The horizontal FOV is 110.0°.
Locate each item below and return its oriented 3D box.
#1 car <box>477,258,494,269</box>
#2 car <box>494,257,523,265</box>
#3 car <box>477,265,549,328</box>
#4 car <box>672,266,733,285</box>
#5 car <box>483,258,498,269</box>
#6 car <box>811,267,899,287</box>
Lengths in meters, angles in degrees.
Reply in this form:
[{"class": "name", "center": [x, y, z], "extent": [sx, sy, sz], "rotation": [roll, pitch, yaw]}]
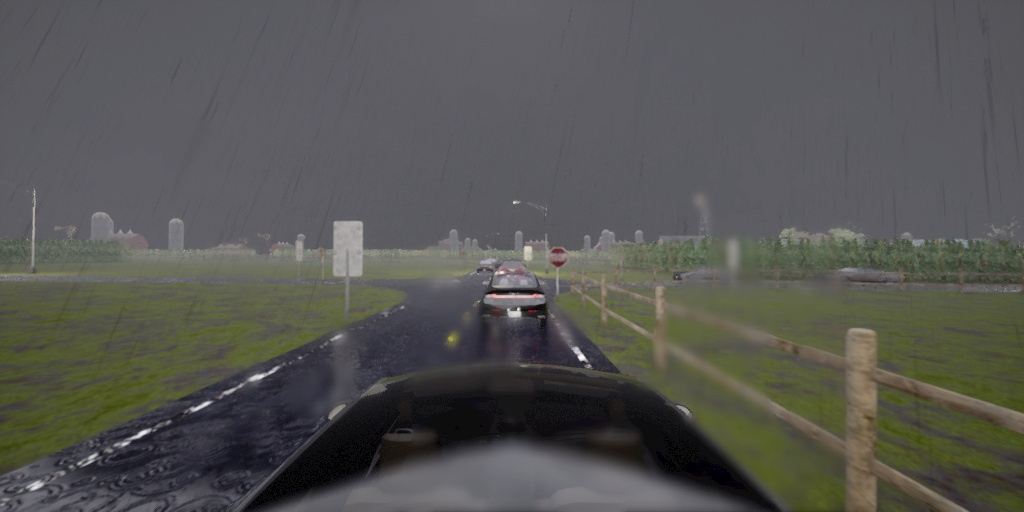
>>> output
[{"class": "car", "center": [-3.017, 1.164, 41.815], "extent": [2.033, 1.411, 5.357], "rotation": [0, 0, 0]}, {"class": "car", "center": [0.011, 1.038, 26.589], "extent": [2.097, 1.767, 4.553], "rotation": [1, 0, 0]}, {"class": "car", "center": [0.063, 1.213, 11.242], "extent": [2.128, 1.511, 4.902], "rotation": [0, 0, 0]}, {"class": "car", "center": [14.472, 1.440, 27.178], "extent": [4.181, 1.385, 1.994], "rotation": [1, -1, 0]}, {"class": "car", "center": [-3.045, 1.054, 52.096], "extent": [1.882, 1.535, 5.008], "rotation": [0, 0, 0]}, {"class": "car", "center": [26.019, 1.561, 27.189], "extent": [5.357, 1.411, 2.033], "rotation": [1, -1, 0]}]
